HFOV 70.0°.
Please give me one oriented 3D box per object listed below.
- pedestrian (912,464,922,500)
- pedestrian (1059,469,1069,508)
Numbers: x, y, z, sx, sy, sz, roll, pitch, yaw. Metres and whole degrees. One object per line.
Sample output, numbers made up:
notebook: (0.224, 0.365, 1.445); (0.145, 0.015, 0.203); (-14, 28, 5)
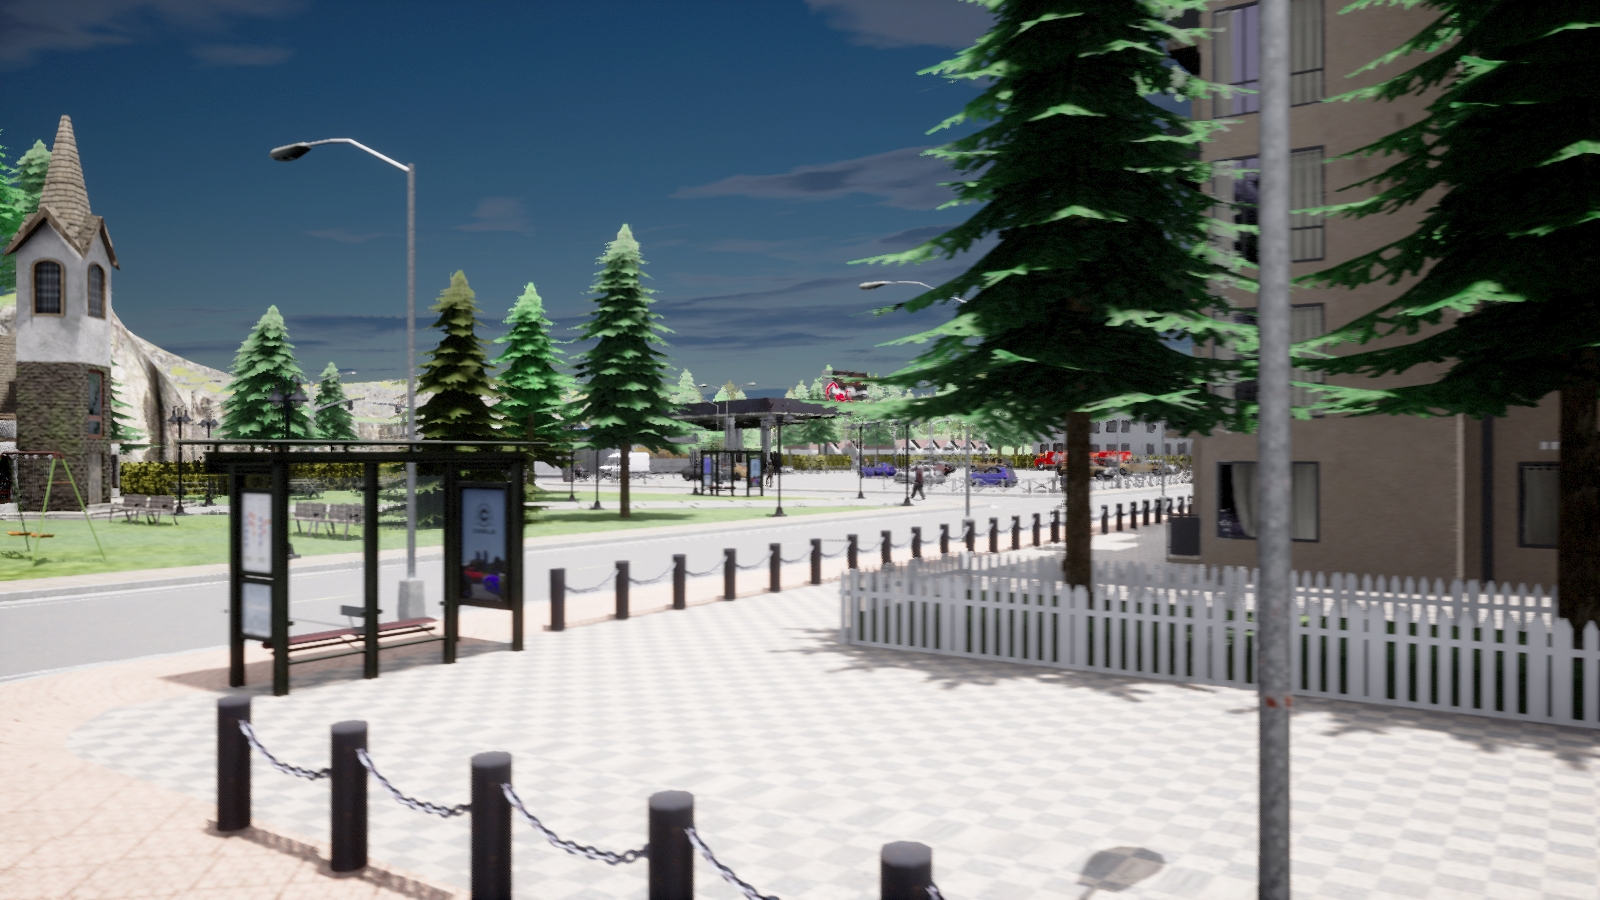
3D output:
pedestrian: (6.095, 1.643, 59.406); (0.375, 1.860, 0.375); (0, 0, 38)
pedestrian: (12.734, 1.839, 55.113); (0.375, 1.860, 0.375); (0, 0, 36)
